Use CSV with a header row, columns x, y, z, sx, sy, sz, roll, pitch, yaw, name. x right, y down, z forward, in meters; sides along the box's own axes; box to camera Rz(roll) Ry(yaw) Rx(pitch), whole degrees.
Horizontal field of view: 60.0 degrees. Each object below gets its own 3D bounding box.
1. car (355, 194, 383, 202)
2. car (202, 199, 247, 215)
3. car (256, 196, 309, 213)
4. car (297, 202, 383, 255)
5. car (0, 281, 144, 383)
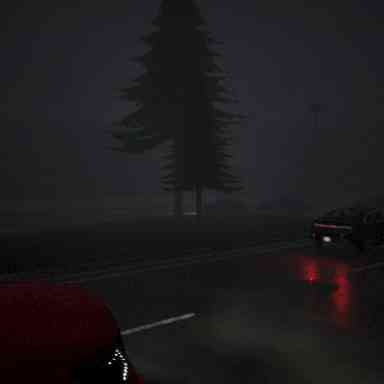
x,y,z,sx,sy,sz,roll,pitch,yaw,name
16.116,0.988,28.711,2.097,1.767,4.553,-1,1,-25,car
2.936,1.323,30.296,4.181,1.385,1.994,0,0,12,car
8.656,1.167,31.987,5.008,1.535,1.882,0,0,35,car
6.486,1.338,12.641,4.902,1.511,2.128,-1,1,-37,car
-3.028,1.237,1.723,5.566,2.045,2.150,0,0,-34,car
